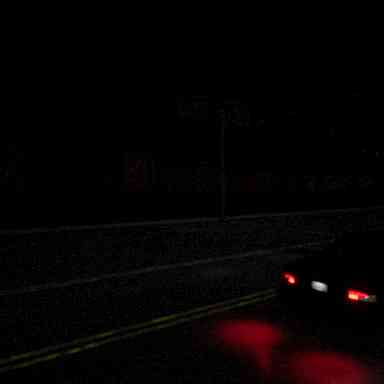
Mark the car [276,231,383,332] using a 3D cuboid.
[{"bbox_3d":[4.044,1.511,6.658,5.357,1.411,2.033,0,0,-35],"label":"car"}]
